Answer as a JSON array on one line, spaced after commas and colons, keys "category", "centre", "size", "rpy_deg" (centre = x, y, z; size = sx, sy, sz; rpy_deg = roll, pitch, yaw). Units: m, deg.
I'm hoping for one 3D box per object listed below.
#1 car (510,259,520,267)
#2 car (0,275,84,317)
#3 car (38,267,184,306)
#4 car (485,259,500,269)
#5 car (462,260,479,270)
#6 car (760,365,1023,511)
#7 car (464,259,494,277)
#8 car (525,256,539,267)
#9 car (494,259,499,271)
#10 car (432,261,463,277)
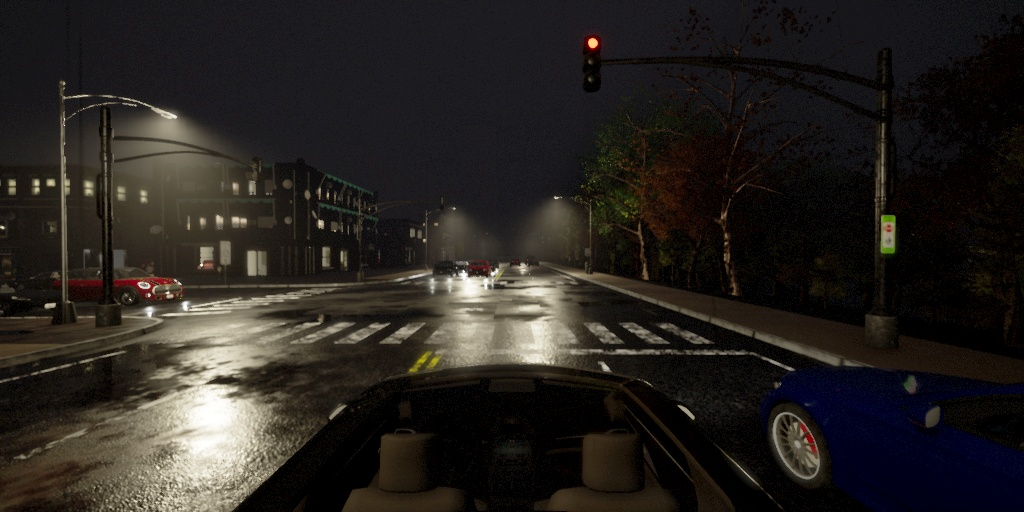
[{"category": "car", "centre": [0.585, 1.198, 64.812], "size": [1.837, 1.490, 4.892], "rpy_deg": [0, 0, 0]}, {"category": "car", "centre": [-19.858, 1.559, 13.768], "size": [4.313, 1.339, 1.948], "rpy_deg": [0, 0, 1]}, {"category": "car", "centre": [-17.994, 1.295, 16.484], "size": [4.553, 1.767, 2.097], "rpy_deg": [-1, 1, 0]}, {"category": "car", "centre": [-2.924, 1.209, 54.734], "size": [1.837, 1.490, 4.892], "rpy_deg": [0, 0, 1]}, {"category": "car", "centre": [-6.183, 1.305, 54.104], "size": [1.895, 1.301, 4.718], "rpy_deg": [0, 0, 1]}, {"category": "car", "centre": [3.355, 1.276, 1.587], "size": [1.812, 1.442, 4.674], "rpy_deg": [0, 0, 1]}, {"category": "car", "centre": [-3.084, 1.201, 34.530], "size": [1.882, 1.535, 5.008], "rpy_deg": [0, 0, 1]}, {"category": "car", "centre": [3.835, 1.172, 64.652], "size": [1.882, 1.535, 5.008], "rpy_deg": [0, 0, 1]}, {"category": "car", "centre": [-3.007, 1.239, 44.591], "size": [1.812, 1.442, 4.674], "rpy_deg": [0, 0, 1]}, {"category": "car", "centre": [-6.340, 1.201, 34.686], "size": [1.882, 1.535, 5.008], "rpy_deg": [0, 0, 1]}]
